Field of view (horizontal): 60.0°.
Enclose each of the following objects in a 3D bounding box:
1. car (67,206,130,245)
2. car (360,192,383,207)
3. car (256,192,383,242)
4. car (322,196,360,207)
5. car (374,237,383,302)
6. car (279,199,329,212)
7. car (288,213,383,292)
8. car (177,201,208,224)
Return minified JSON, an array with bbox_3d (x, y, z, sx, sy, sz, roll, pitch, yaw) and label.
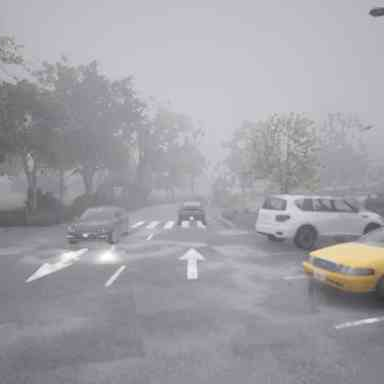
[{"bbox_3d":[-4.090,1.424,15.264,1.837,1.490,4.892,0,0,1],"label":"car"},{"bbox_3d":[27.050,1.001,47.166,2.435,2.045,5.566,0,-1,-22],"label":"car"},{"bbox_3d":[5.392,1.160,14.001,5.566,2.045,2.435,1,0,-20],"label":"car"},{"bbox_3d":[20.967,1.281,47.050,2.163,1.488,4.792,0,0,-21],"label":"car"},{"bbox_3d":[5.382,1.498,4.968,4.674,1.452,2.002,1,1,-20],"label":"car"},{"bbox_3d":[12.002,1.417,35.746,4.718,1.301,1.895,0,0,-3],"label":"car"},{"bbox_3d":[5.201,1.437,7.910,5.366,1.575,1.946,1,1,-20],"label":"car"},{"bbox_3d":[0.036,1.382,23.359,1.837,1.490,4.892,0,0,1],"label":"car"}]
